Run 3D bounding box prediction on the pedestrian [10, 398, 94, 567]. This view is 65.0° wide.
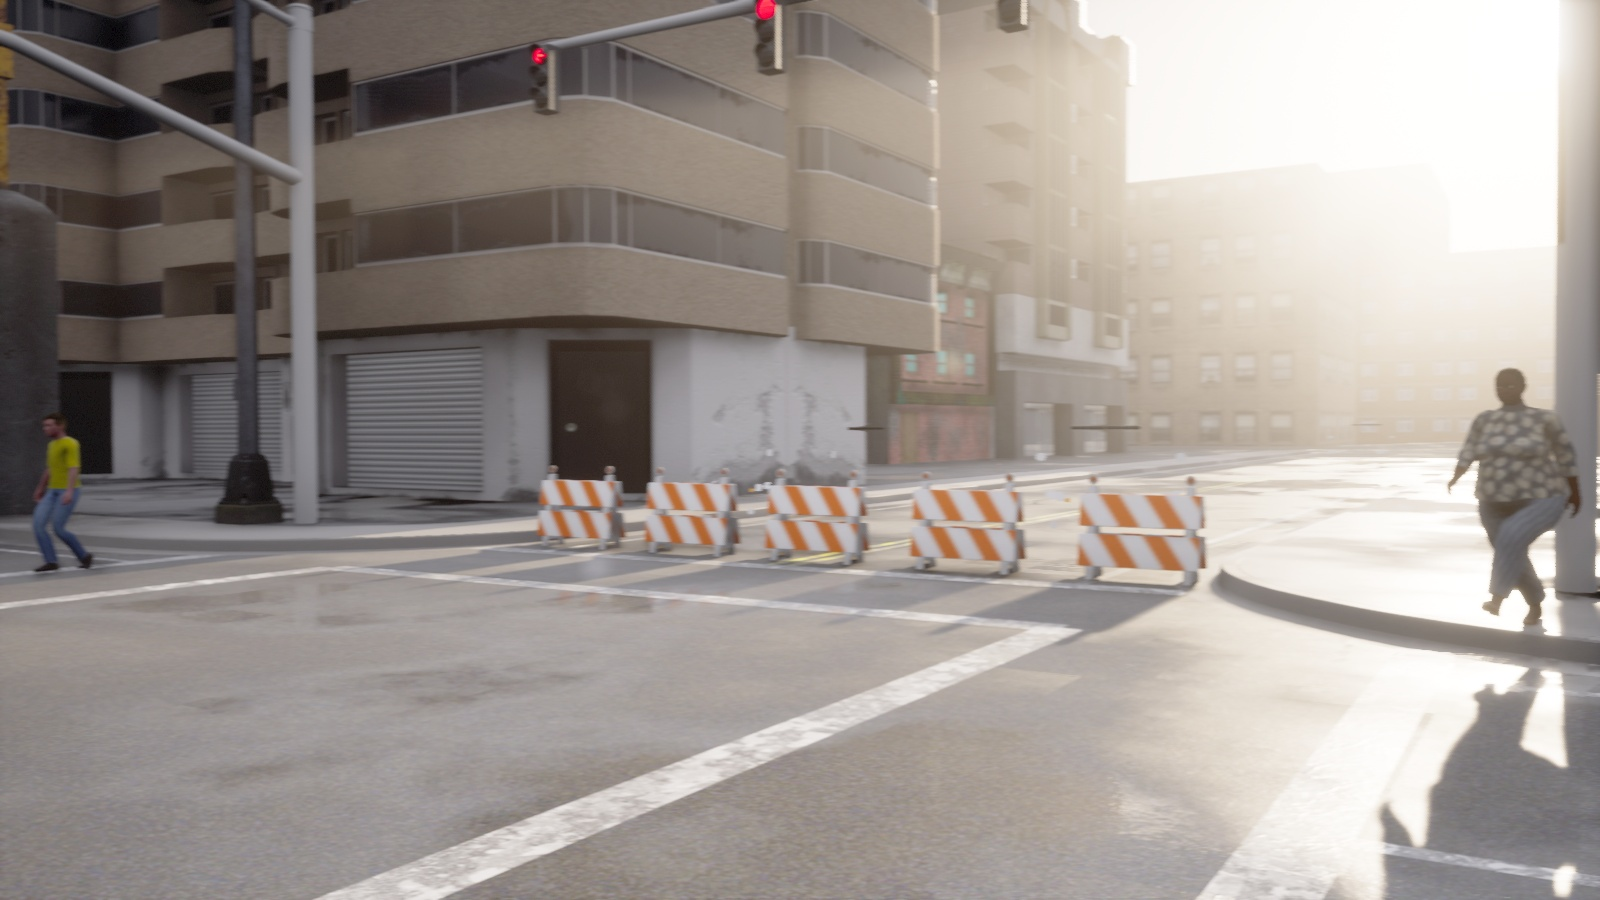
[{"bbox_3d":[-8.313,0.347,13.975,0.354,1.836,0.706,1,1,31],"label":"pedestrian"}]

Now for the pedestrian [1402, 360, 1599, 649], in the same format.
[{"bbox_3d":[4.833,0.339,8.673,0.900,1.855,0.874,-1,1,-35],"label":"pedestrian"}]
